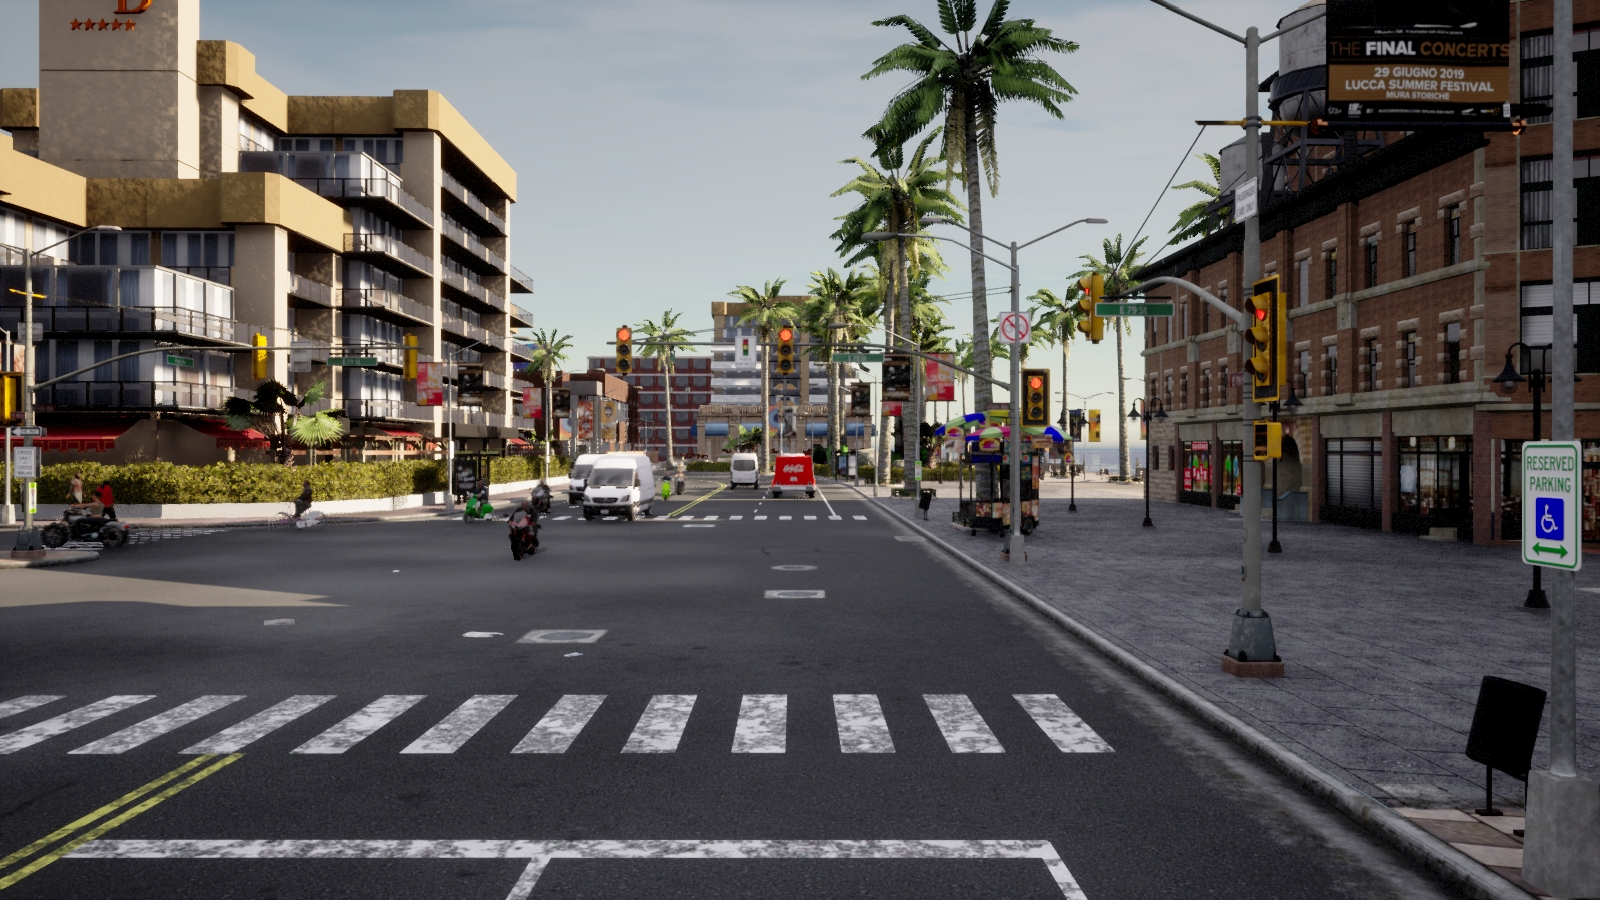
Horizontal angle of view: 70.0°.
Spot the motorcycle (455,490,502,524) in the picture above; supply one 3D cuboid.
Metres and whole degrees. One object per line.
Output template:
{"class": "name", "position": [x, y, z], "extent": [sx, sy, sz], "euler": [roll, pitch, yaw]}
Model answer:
{"class": "motorcycle", "position": [-12.360, 2.182, 43.993], "extent": [0.856, 1.236, 1.805], "euler": [0, 0, 20]}

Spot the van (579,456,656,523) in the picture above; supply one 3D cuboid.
{"class": "van", "position": [-7.446, 1.534, 47.306], "extent": [1.988, 2.561, 5.915], "euler": [0, 0, 3]}

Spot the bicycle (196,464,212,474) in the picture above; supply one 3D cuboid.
{"class": "bicycle", "position": [-69.764, 2.210, 133.824], "extent": [0.329, 1.171, 1.835], "euler": [-1, 0, 24]}

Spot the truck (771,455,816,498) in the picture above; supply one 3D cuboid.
{"class": "truck", "position": [-0.377, 1.568, 69.212], "extent": [2.627, 2.467, 5.204], "euler": [0, 0, 0]}

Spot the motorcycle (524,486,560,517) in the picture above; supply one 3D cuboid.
{"class": "motorcycle", "position": [-11.096, 2.205, 49.215], "extent": [0.867, 1.251, 2.209], "euler": [0, 0, 5]}

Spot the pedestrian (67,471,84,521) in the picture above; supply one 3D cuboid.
{"class": "pedestrian", "position": [-26.905, 1.696, 42.433], "extent": [0.375, 1.860, 0.375], "euler": [0, 0, 10]}

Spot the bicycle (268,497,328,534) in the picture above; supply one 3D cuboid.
{"class": "bicycle", "position": [-16.900, 2.210, 38.517], "extent": [1.835, 1.171, 0.329], "euler": [0, 0, -42]}

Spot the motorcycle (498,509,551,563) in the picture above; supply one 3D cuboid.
{"class": "motorcycle", "position": [-7.147, 2.205, 29.732], "extent": [0.867, 1.251, 2.209], "euler": [0, 0, 0]}

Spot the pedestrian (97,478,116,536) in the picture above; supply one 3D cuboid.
{"class": "pedestrian", "position": [-22.407, 1.848, 36.914], "extent": [0.375, 1.860, 0.375], "euler": [0, 0, -1]}

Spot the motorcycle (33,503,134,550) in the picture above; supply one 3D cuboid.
{"class": "motorcycle", "position": [-20.398, 2.170, 32.569], "extent": [2.356, 1.277, 0.764], "euler": [0, -1, -5]}

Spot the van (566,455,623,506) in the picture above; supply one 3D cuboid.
{"class": "van", "position": [-10.803, 1.534, 60.460], "extent": [1.988, 2.561, 5.915], "euler": [0, 0, 0]}
